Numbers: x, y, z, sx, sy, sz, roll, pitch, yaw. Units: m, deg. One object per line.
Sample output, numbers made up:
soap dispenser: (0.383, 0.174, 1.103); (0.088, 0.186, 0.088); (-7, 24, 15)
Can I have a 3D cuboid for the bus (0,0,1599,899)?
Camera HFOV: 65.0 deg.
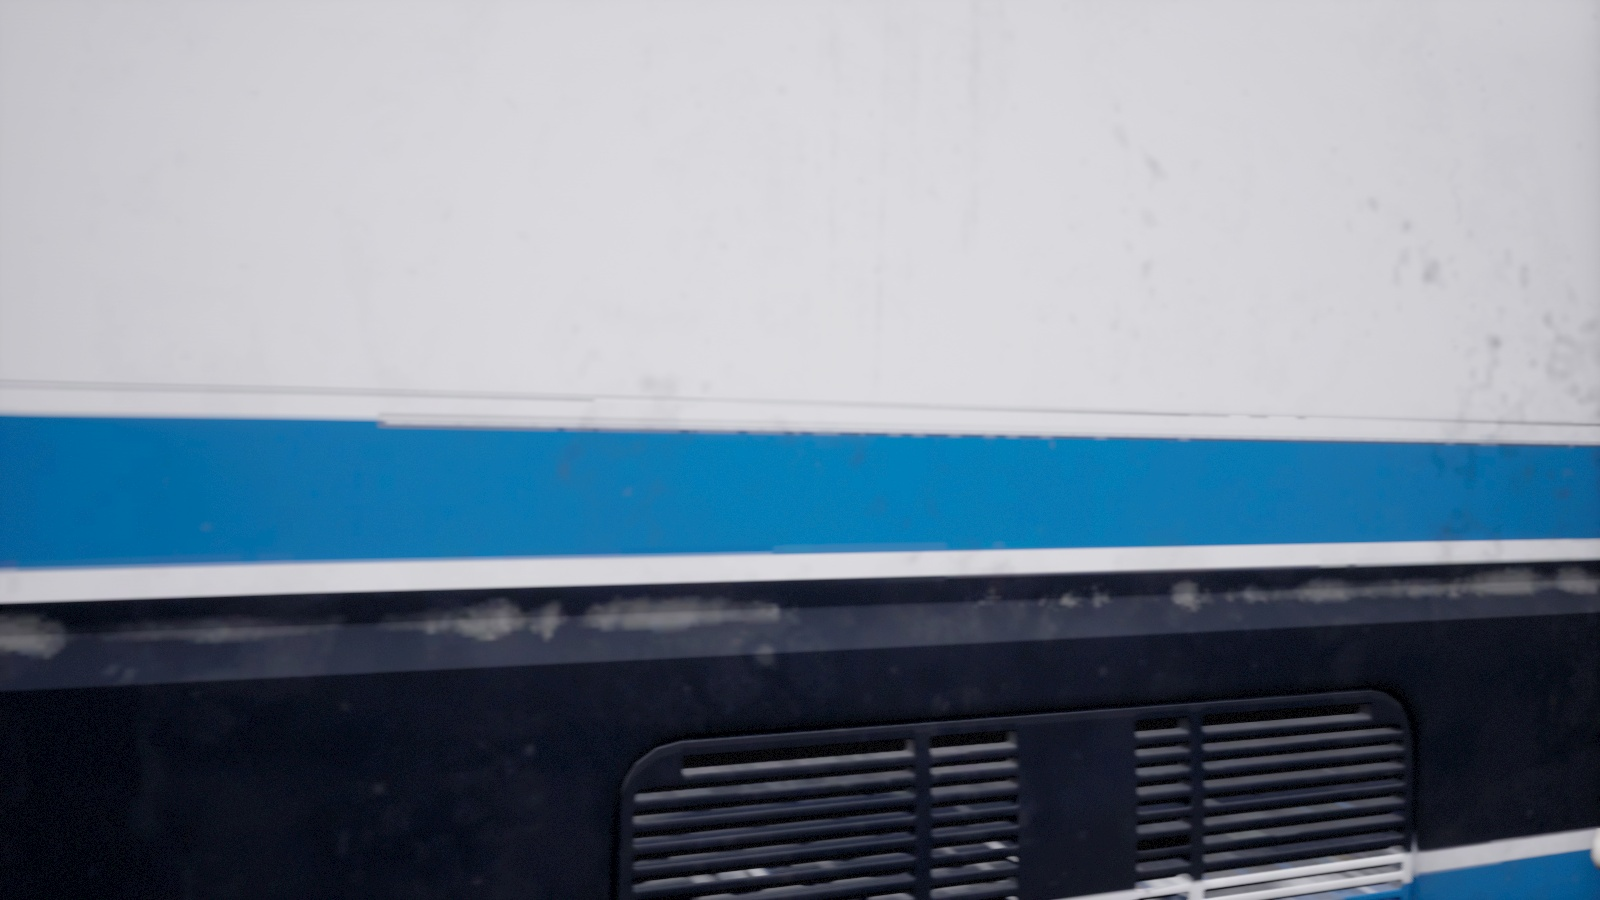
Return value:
bus: (-0.929, -0.616, 2.870); (10.273, 4.253, 3.944); (-1, 1, -21)
